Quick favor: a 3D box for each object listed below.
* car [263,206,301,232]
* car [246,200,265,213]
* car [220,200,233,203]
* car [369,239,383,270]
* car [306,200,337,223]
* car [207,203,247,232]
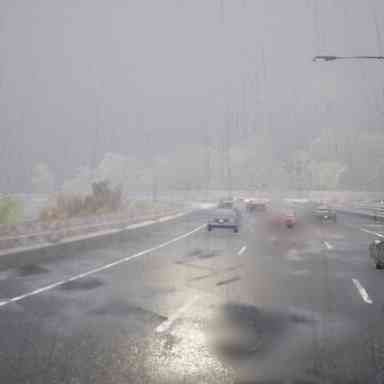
[{"bbox_3d":[5.816,1.777,21.593,1.895,1.301,4.718,0,0,12],"label":"car"},{"bbox_3d":[7.964,1.789,41.908,1.882,1.535,5.008,1,0,1],"label":"car"},{"bbox_3d":[4.454,1.792,43.585,1.837,1.490,4.892,1,0,0],"label":"car"},{"bbox_3d":[5.941,1.650,8.352,2.033,1.411,5.357,0,0,18],"label":"car"},{"bbox_3d":[10.859,1.753,28.044,2.128,1.511,4.902,0,0,12],"label":"car"},{"bbox_3d":[2.187,1.686,21.118,2.033,1.411,5.357,1,0,12],"label":"car"}]
